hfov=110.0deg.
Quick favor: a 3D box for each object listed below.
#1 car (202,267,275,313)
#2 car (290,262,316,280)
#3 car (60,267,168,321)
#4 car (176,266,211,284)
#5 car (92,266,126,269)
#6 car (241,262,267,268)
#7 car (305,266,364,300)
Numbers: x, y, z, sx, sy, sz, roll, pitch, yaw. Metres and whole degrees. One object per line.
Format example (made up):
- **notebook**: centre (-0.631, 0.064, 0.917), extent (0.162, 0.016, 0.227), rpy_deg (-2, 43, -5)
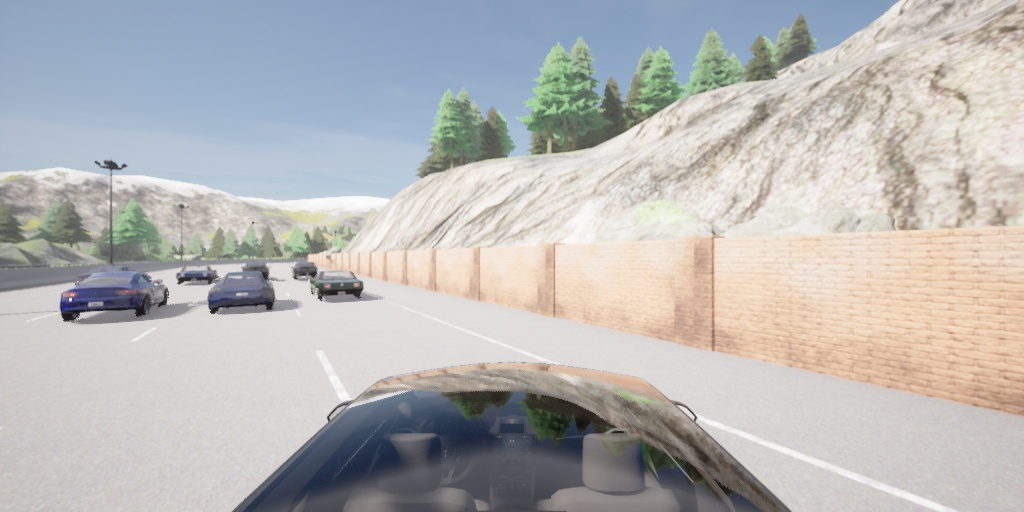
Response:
- **car**: centre (-10.733, 1.326, 14.402), extent (1.994, 1.385, 4.181), rpy_deg (0, 0, -34)
- **car**: centre (-18.344, 1.281, 31.764), extent (1.837, 1.490, 4.892), rpy_deg (0, -1, -34)
- **car**: centre (-13.781, 1.285, 12.636), extent (1.812, 1.442, 4.674), rpy_deg (0, 0, -34)
- **car**: centre (-23.513, 1.374, 26.923), extent (1.895, 1.301, 4.718), rpy_deg (0, 0, -34)
- **car**: centre (-24.213, 1.314, 21.740), extent (2.033, 1.411, 5.357), rpy_deg (0, 0, -34)
- **car**: centre (-21.278, 1.278, 29.853), extent (1.837, 1.490, 4.892), rpy_deg (0, -1, -34)
- **car**: centre (-8.861, 1.367, 17.868), extent (1.895, 1.301, 4.718), rpy_deg (0, 0, -34)
